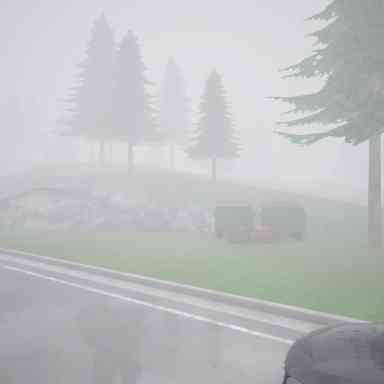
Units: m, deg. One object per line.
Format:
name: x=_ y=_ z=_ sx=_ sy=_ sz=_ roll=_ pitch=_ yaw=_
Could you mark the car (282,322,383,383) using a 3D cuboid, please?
car: x=2.879 y=1.526 z=1.939 sx=4.674 sy=1.442 sz=1.812 roll=0 pitch=0 yaw=35
